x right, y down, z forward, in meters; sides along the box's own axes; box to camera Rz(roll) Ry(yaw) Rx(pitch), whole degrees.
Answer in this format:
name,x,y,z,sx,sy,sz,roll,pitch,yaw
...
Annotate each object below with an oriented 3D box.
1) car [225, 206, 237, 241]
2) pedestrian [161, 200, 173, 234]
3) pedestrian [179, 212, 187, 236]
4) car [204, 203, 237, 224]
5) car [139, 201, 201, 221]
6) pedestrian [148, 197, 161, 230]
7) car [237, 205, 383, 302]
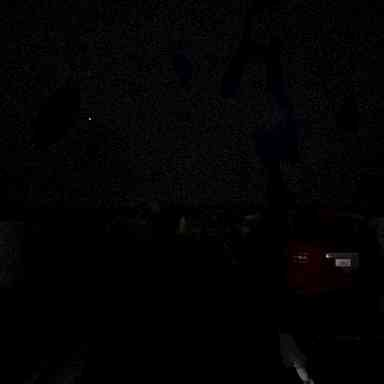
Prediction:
name,x,y,z,sx,sy,sz,roll,pitch,yaw
car,2.633,1.525,13.902,1.752,1.417,4.829,0,0,0
pedestrian,-1.332,1.293,17.762,0.375,1.860,0.375,0,0,0
pedestrian,-0.425,1.573,17.101,0.375,1.300,0.375,0,0,0
car,2.955,1.526,23.861,4.181,1.385,1.994,0,1,0
car,-1.799,1.468,26.844,5.008,1.535,1.882,-1,0,0
pedestrian,-2.069,1.141,18.362,0.375,1.860,0.375,0,0,0
car,2.634,1.315,8.186,2.192,1.841,5.009,0,0,0
